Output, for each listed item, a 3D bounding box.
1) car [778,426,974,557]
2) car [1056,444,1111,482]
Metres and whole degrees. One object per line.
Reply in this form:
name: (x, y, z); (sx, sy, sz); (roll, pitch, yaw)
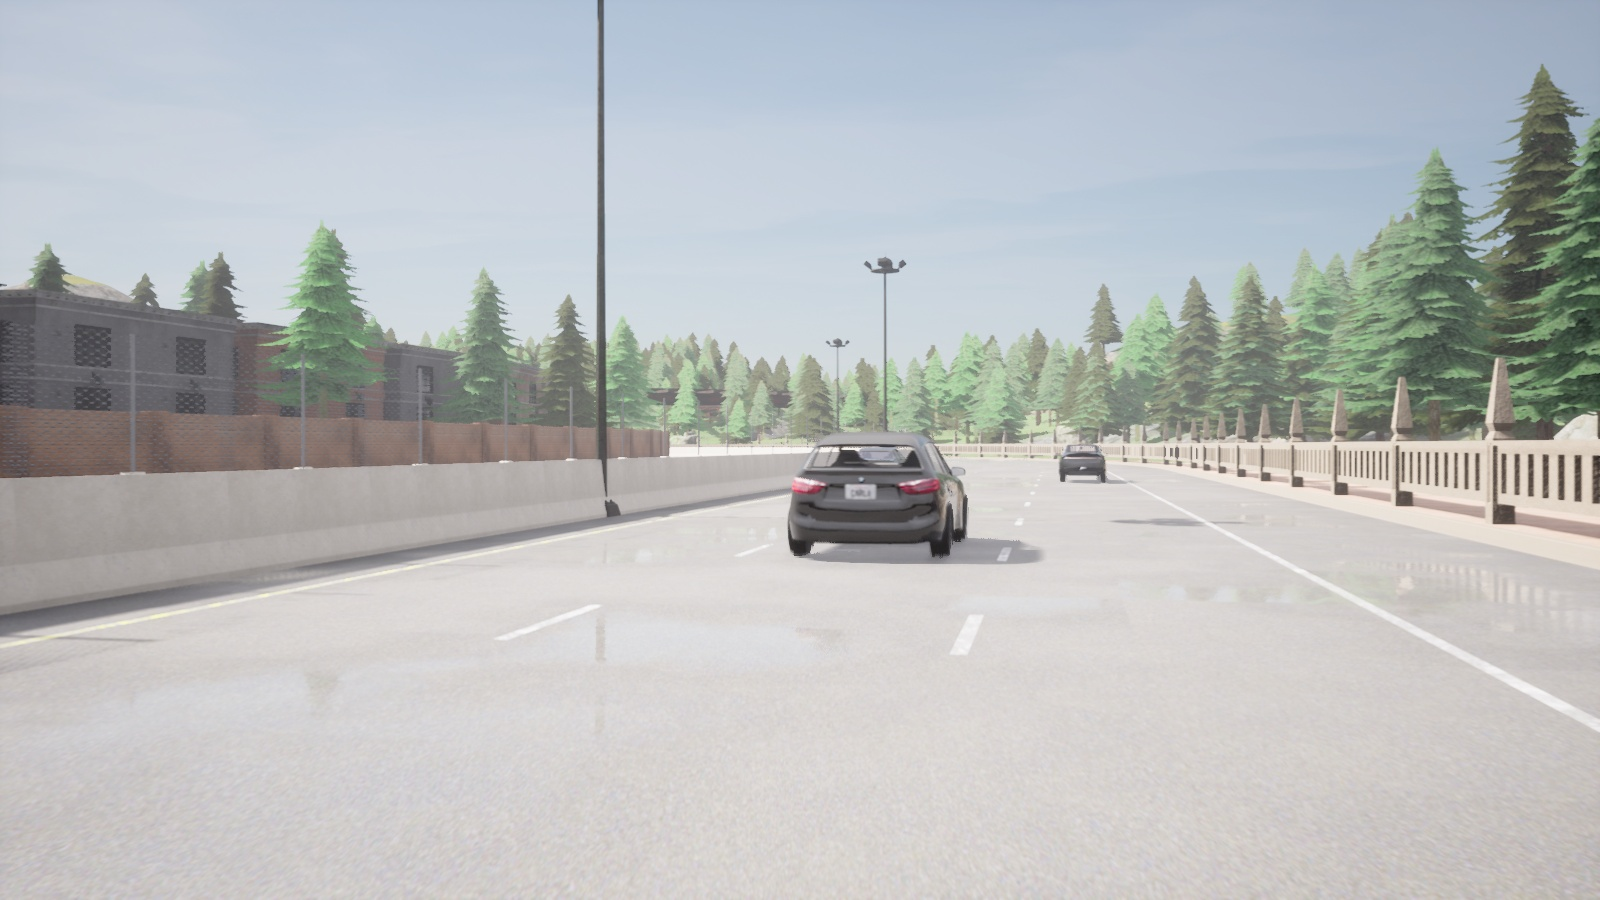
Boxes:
car: (1.277, 0.515, 18.403); (2.242, 1.667, 4.611); (0, 0, 12)
car: (11.635, 0.496, 51.769); (2.128, 1.511, 4.902); (0, 0, 11)
